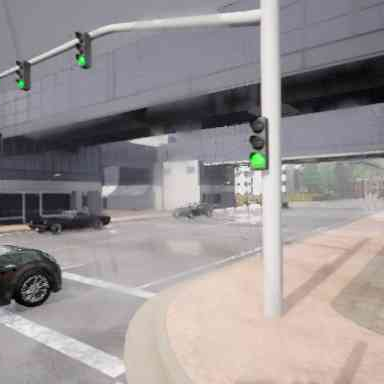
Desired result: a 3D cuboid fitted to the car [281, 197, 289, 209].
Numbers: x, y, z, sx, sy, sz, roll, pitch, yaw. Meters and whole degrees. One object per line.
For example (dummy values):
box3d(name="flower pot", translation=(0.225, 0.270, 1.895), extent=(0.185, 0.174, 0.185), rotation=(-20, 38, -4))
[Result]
box3d(name="car", translation=(11.950, 1.541, 46.966), extent=(2.097, 1.767, 4.553), rotation=(-1, 0, 37))

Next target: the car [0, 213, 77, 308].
box3d(name="car", translation=(-4.772, 1.435, 6.083), extent=(2.097, 1.767, 4.553), rotation=(-1, 0, 35))

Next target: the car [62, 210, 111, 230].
box3d(name="car", translation=(-7.439, 1.803, 20.539), extent=(1.895, 1.301, 4.718), rotation=(-1, 0, 36))

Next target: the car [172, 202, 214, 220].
box3d(name="car", translation=(0.146, 1.689, 30.926), extent=(2.128, 1.511, 4.902), rotation=(-1, -1, 36))
